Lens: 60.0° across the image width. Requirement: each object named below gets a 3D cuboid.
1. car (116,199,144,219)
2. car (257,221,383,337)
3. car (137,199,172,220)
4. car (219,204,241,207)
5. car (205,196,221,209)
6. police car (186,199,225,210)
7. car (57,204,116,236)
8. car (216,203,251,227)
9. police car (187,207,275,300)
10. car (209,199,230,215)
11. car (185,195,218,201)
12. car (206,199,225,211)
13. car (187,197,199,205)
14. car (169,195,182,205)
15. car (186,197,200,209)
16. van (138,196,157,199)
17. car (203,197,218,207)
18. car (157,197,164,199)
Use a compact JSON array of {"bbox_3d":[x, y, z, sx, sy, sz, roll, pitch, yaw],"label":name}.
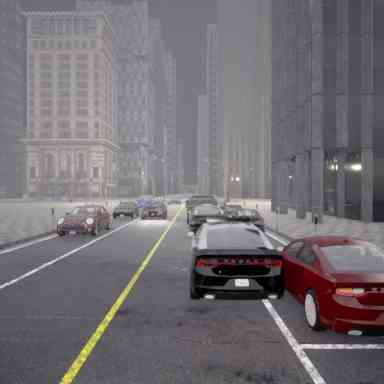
[{"bbox_3d":[-5.707,1.555,29.295,1.947,1.339,4.313,0,0,0],"label":"car"},{"bbox_3d":[2.773,1.544,6.717,1.887,1.381,4.507,0,0,0],"label":"car"},{"bbox_3d":[-3.041,1.554,27.868,1.994,1.385,4.181,0,0,0],"label":"car"},{"bbox_3d":[2.796,1.546,17.998,2.008,1.369,4.403,0,0,0],"label":"car"},{"bbox_3d":[2.852,1.414,46.202,1.967,1.590,4.097,0,0,0],"label":"car"},{"bbox_3d":[0.809,1.421,18.538,1.930,1.638,5.238,0,0,-2],"label":"police car"},{"bbox_3d":[-5.730,1.435,18.012,1.967,1.590,4.097,0,0,0],"label":"car"},{"bbox_3d":[2.807,1.559,23.638,1.947,1.339,4.313,0,0,0],"label":"car"},{"bbox_3d":[0.904,1.426,8.566,1.930,1.638,5.238,0,0,0],"label":"police car"},{"bbox_3d":[2.830,1.510,35.090,1.752,1.417,4.829,0,0,0],"label":"car"},{"bbox_3d":[0.725,1.215,24.486,2.150,2.045,5.566,0,0,0],"label":"car"},{"bbox_3d":[2.841,1.531,40.561,2.008,1.369,4.403,0,0,0],"label":"car"},{"bbox_3d":[0.116,1.525,58.096,1.994,1.385,4.181,0,0,0],"label":"car"},{"bbox_3d":[-2.886,1.314,56.972,2.097,1.767,4.553,0,0,0],"label":"car"},{"bbox_3d":[0.122,1.480,45.535,1.837,1.490,4.892,0,0,1],"label":"car"},{"bbox_3d":[-5.685,1.321,40.577,1.690,1.788,3.998,0,0,0],"label":"van"},{"bbox_3d":[2.864,1.519,51.843,2.008,1.369,4.403,0,0,0],"label":"car"},{"bbox_3d":[-5.650,1.512,57.500,2.008,1.369,4.403,0,0,0],"label":"car"}]
